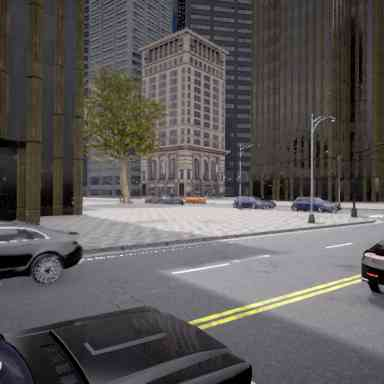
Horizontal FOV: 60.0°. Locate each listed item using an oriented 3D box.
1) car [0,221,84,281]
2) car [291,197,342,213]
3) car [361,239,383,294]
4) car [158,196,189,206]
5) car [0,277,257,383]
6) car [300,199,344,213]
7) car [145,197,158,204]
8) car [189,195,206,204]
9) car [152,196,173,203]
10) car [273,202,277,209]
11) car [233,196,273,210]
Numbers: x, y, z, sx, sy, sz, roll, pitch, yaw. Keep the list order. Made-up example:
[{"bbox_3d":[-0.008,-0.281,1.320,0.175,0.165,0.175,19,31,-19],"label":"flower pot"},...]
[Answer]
[{"bbox_3d":[-5.145,1.492,7.997,4.902,1.511,2.128,0,0,-35],"label":"car"},{"bbox_3d":[12.860,1.305,35.133,2.097,1.767,4.553,1,0,-37],"label":"car"},{"bbox_3d":[5.774,1.492,7.556,4.902,1.511,2.128,0,0,-35],"label":"car"},{"bbox_3d":[-3.044,1.514,54.157,1.994,1.385,4.181,1,-1,-42],"label":"car"},{"bbox_3d":[-1.747,1.601,2.195,4.718,1.301,1.895,0,0,-36],"label":"car"},{"bbox_3d":[14.788,1.550,37.973,1.994,1.385,4.181,1,0,-38],"label":"car"},{"bbox_3d":[-7.124,1.547,63.477,1.994,1.385,4.181,1,-1,-43],"label":"car"},{"bbox_3d":[0.541,1.399,64.915,2.097,1.767,4.553,1,-1,-43],"label":"car"},{"bbox_3d":[-6.418,1.571,72.102,1.812,1.442,4.674,1,-1,-45],"label":"car"},{"bbox_3d":[9.151,1.490,44.983,1.837,1.490,4.892,1,0,-40],"label":"car"},{"bbox_3d":[7.348,1.306,42.049,2.097,1.767,4.553,1,0,-39],"label":"car"}]
